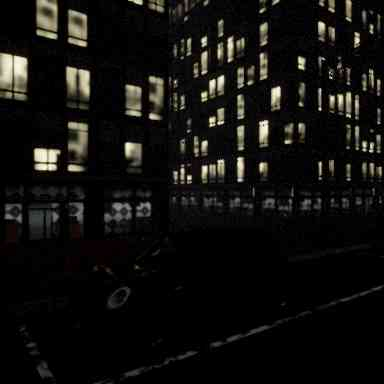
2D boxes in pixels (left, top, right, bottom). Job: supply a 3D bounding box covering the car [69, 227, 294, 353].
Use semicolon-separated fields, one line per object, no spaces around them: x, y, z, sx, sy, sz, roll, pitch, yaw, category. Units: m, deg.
-0.056;1.434;6.061;4.097;1.590;1.967;0;0;-36;car
